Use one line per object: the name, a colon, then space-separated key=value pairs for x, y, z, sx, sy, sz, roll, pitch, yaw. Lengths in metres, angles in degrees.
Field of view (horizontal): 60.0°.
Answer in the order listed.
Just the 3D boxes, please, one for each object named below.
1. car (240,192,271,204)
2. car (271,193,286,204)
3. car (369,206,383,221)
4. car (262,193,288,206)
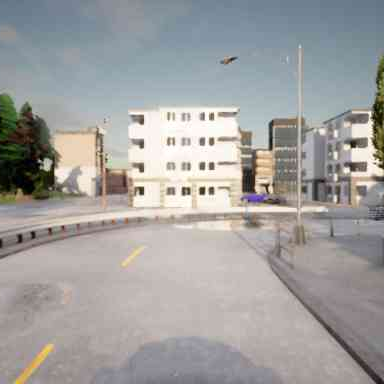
car: x=8.384 y=0.713 z=44.960 sx=3.633 sy=1.501 sz=1.845 roll=0 pitch=1 yaw=11
car: x=11.155 y=0.806 z=44.570 sx=1.853 sy=1.218 sz=4.536 roll=1 pitch=1 yaw=30
car: x=13.776 y=1.188 z=21.120 sx=4.674 sy=1.442 sz=1.812 roll=0 pitch=1 yaw=0
car: x=11.181 y=0.963 z=44.617 sx=2.038 sy=1.542 sz=4.974 roll=1 pitch=1 yaw=30
